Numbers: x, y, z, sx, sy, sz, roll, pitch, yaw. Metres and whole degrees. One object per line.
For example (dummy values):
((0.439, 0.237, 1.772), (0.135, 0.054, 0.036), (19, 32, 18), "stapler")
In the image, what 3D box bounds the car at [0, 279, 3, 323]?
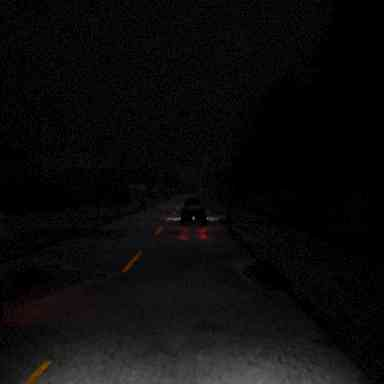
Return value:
((-4.094, 1.348, 3.450), (2.097, 1.767, 4.553), (0, 0, 0), "car")

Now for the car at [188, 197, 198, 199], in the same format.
((0.106, 1.459, 42.709), (1.837, 1.490, 4.892), (0, 0, 0), "car")

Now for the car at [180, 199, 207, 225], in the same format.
((0.100, 1.501, 24.035), (1.812, 1.442, 4.674), (0, 0, 0), "car")
